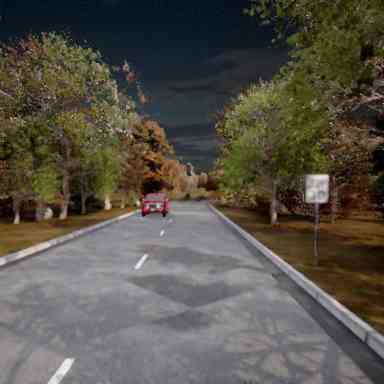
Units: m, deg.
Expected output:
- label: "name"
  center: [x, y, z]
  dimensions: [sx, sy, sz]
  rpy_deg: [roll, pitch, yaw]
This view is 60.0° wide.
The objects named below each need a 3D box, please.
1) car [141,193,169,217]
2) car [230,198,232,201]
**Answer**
- label: "car"
  center: [-3.330, 1.146, 30.979]
  dimensions: [2.150, 2.045, 5.566]
  rpy_deg: [0, 0, 0]
- label: "car"
  center: [10.421, 1.357, 70.182]
  dimensions: [4.674, 1.442, 1.812]
  rpy_deg: [1, 3, -5]
